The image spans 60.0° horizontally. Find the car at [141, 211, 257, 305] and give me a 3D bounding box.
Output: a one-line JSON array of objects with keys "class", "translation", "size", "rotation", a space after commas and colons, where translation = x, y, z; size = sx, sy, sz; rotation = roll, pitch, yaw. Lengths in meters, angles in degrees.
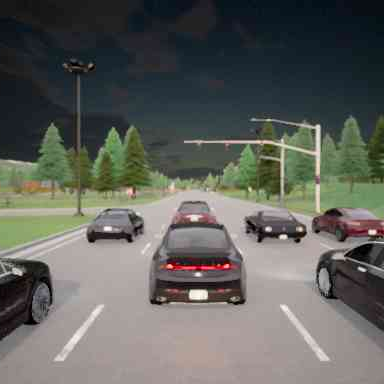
[{"class": "car", "translation": [0.105, 1.437, 7.913], "size": [1.837, 1.490, 4.892], "rotation": [0, 0, 0]}]

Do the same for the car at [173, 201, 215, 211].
[{"class": "car", "translation": [0.107, 1.209, 17.047], "size": [2.097, 1.767, 4.553], "rotation": [0, 0, 0]}]

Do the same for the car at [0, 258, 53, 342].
[{"class": "car", "translation": [-3.399, 1.456, 4.036], "size": [2.128, 1.511, 4.902], "rotation": [0, 0, 0]}]

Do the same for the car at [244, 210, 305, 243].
[{"class": "car", "translation": [3.607, 1.472, 15.318], "size": [1.895, 1.301, 4.718], "rotation": [0, 0, 0]}]

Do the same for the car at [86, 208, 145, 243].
[{"class": "car", "translation": [-3.392, 1.435, 15.418], "size": [1.994, 1.385, 4.181], "rotation": [0, 0, 0]}]

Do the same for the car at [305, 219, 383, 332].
[{"class": "car", "translation": [3.603, 1.460, 5.299], "size": [1.837, 1.490, 4.892], "rotation": [0, 1, 0]}]

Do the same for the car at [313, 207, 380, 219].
[{"class": "car", "translation": [7.107, 1.396, 15.400], "size": [1.812, 1.442, 4.674], "rotation": [0, 0, 0]}]
